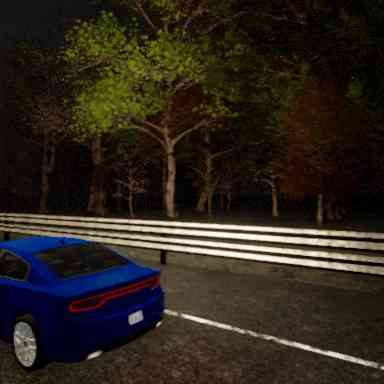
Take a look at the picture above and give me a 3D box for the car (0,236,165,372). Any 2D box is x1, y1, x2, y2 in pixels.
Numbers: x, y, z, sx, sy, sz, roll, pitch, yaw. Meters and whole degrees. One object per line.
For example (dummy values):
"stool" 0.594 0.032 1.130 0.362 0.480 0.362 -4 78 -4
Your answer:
"car" -2.764 1.532 5.829 5.008 1.535 1.882 -1 0 35
